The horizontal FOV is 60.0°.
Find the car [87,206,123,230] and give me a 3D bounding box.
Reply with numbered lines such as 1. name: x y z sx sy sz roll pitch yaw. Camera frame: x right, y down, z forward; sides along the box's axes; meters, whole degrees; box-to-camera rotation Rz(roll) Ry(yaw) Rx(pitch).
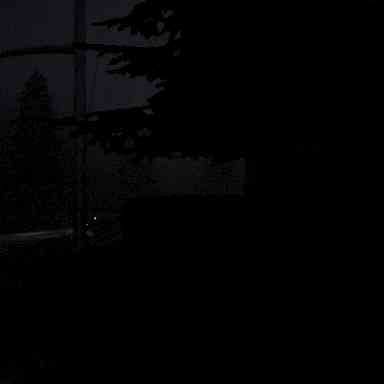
1. car: -4.909 1.583 21.312 1.895 1.301 4.718 0 0 36
